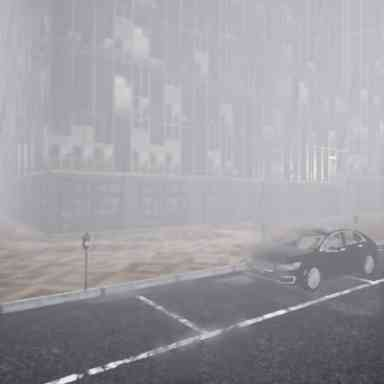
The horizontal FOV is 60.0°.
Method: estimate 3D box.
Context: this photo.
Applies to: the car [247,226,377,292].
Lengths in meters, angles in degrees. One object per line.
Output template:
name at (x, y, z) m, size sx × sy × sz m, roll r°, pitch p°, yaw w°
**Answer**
car at (3.401, 1.634, 9.083) m, size 4.403 × 1.369 × 2.008 m, roll 1°, pitch -1°, yaw -36°
